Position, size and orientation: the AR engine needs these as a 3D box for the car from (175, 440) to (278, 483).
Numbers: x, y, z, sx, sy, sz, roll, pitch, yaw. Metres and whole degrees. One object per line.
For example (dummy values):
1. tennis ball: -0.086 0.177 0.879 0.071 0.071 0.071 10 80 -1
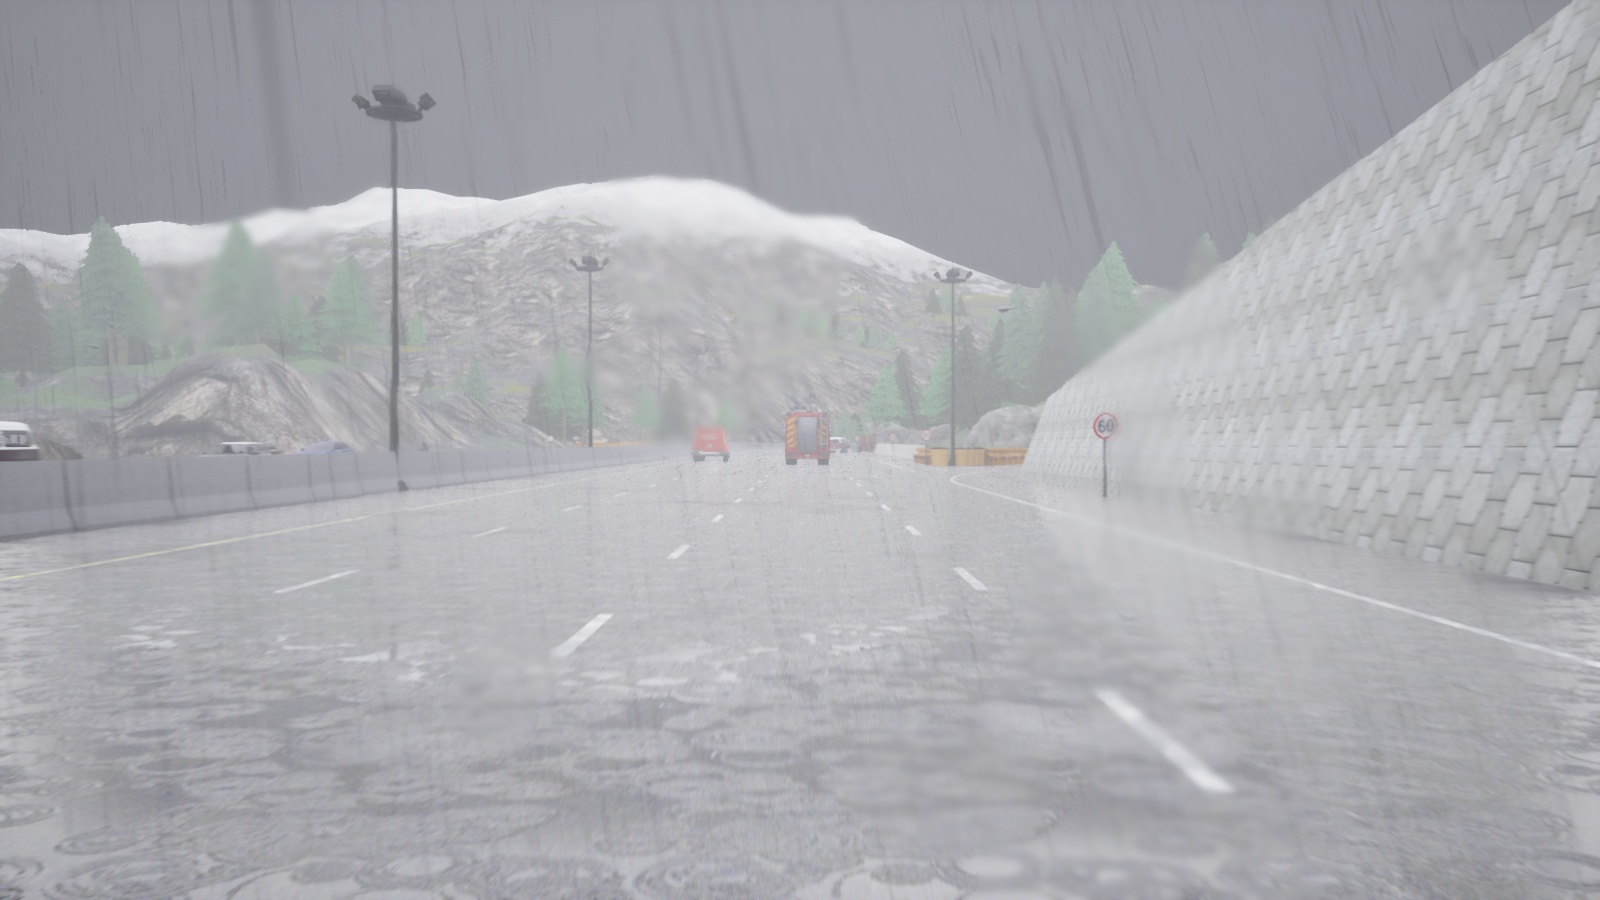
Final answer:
1. car: -20.728 0.382 45.532 1.970 1.475 3.806 0 0 0

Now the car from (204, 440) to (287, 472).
1. car: -27.631 0.270 62.767 1.882 1.535 5.008 0 0 0

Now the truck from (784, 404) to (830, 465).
1. truck: 0.488 -0.992 83.495 2.891 3.827 8.468 0 0 0

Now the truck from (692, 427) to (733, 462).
1. truck: -6.458 -0.394 93.086 2.627 2.467 5.204 0 0 0

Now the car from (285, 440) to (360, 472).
1. car: -24.126 0.267 63.633 1.882 1.535 5.008 0 0 0

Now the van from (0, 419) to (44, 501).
1. van: -20.812 0.245 30.609 2.069 2.038 4.480 0 0 0
